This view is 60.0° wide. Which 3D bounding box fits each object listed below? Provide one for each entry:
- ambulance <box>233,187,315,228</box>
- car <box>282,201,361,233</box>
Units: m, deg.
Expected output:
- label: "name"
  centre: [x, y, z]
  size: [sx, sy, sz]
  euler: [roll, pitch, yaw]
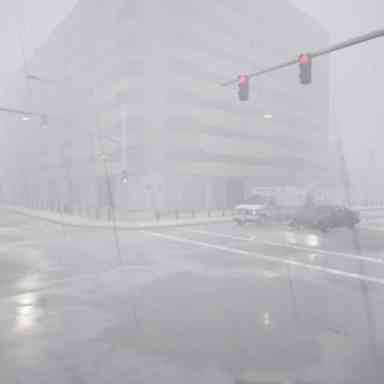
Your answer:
- label: "ambulance"
  centre: [5.448, 0.907, 21.686]
  size: [6.366, 2.431, 2.351]
  euler: [0, 1, -40]
- label: "car"
  centre: [7.816, 1.455, 19.240]
  size: [5.357, 1.411, 2.033]
  euler: [0, 1, -40]
